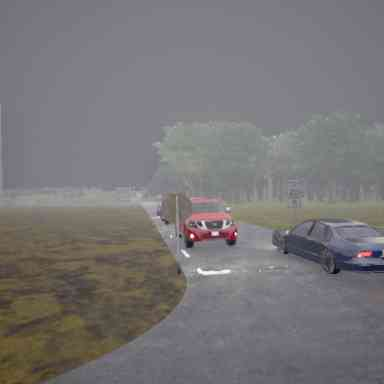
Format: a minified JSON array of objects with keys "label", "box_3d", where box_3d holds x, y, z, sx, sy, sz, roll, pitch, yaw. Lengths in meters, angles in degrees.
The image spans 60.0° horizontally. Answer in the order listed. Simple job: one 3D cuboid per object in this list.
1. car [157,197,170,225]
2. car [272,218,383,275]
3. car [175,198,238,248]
[{"label":"car","box_3d":[-1.242,1.374,26.274,2.150,2.045,5.566,-2,0,-10]},{"label":"car","box_3d":[4.395,1.558,10.644,2.033,1.411,5.357,-2,0,-10]},{"label":"car","box_3d":[0.473,1.326,16.053,2.150,2.045,5.566,-2,0,-9]}]
